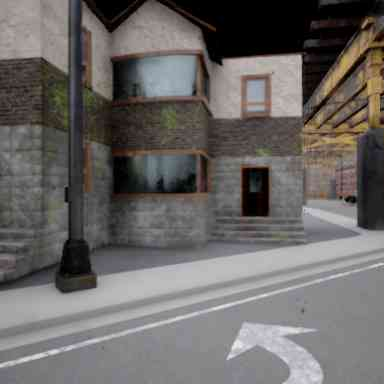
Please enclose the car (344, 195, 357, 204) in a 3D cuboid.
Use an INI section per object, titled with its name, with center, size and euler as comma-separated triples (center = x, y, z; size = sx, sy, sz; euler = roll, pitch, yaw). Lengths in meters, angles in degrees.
[car]
center = 27.218, 1.294, 56.053
size = 1.837, 1.490, 4.892
euler = 0, 0, 7
